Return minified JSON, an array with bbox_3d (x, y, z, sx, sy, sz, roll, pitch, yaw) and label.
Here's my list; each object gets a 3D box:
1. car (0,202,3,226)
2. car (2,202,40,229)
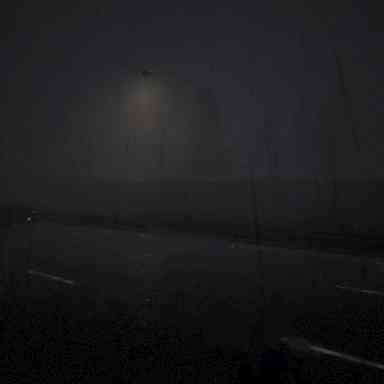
[{"bbox_3d":[-11.972,1.378,16.821,4.902,1.511,2.128,0,0,35],"label":"car"},{"bbox_3d":[-11.447,1.367,20.745,4.902,1.511,2.128,0,0,35],"label":"car"}]
